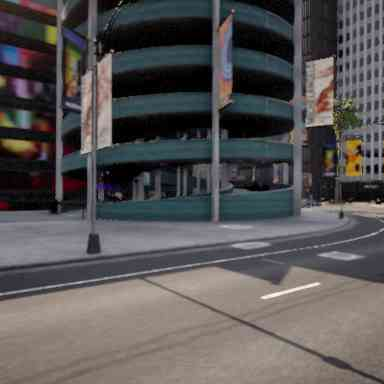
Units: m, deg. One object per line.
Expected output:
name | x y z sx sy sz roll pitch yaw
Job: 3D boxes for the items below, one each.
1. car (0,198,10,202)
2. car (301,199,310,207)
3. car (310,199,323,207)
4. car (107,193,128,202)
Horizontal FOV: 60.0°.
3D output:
car | -28.501 1.511 50.286 1.895 1.301 4.718 0 0 -36
car | 16.503 1.861 54.691 1.895 1.301 4.718 0 0 -25
car | 19.824 1.844 55.733 1.994 1.385 4.181 0 0 -24
car | -13.966 1.180 61.763 2.435 2.045 5.566 0 0 -36
